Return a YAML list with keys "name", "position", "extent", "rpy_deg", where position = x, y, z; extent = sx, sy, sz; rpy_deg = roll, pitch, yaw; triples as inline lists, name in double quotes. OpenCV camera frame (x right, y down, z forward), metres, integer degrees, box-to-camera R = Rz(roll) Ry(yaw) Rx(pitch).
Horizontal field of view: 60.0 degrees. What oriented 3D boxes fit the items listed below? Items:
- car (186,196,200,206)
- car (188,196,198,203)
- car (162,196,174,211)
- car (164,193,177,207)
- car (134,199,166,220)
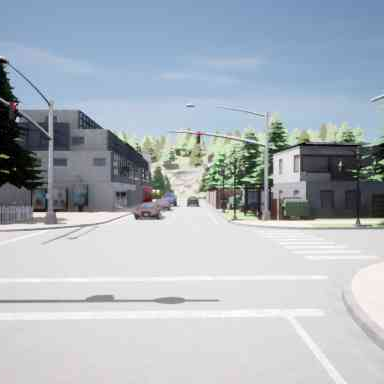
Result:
- name: "car"
  position: [0.173, 1.504, 54.061]
  extent: [1.837, 1.490, 4.892]
  rpy_deg: [0, 0, 0]
- name: "car"
  position: [0.188, 1.547, 70.039]
  extent: [2.033, 1.411, 5.357]
  rpy_deg: [0, 0, 0]
- name: "car"
  position: [-3.540, 1.525, 39.903]
  extent: [1.812, 1.442, 4.674]
  rpy_deg: [0, 0, 0]
- name: "car"
  position: [-3.519, 1.222, 52.436]
  extent: [2.150, 2.045, 5.566]
  rpy_deg: [0, 0, 0]
- name: "car"
  position: [-3.560, 1.563, 27.718]
  extent: [1.994, 1.385, 4.181]
  rpy_deg: [0, 0, 0]
